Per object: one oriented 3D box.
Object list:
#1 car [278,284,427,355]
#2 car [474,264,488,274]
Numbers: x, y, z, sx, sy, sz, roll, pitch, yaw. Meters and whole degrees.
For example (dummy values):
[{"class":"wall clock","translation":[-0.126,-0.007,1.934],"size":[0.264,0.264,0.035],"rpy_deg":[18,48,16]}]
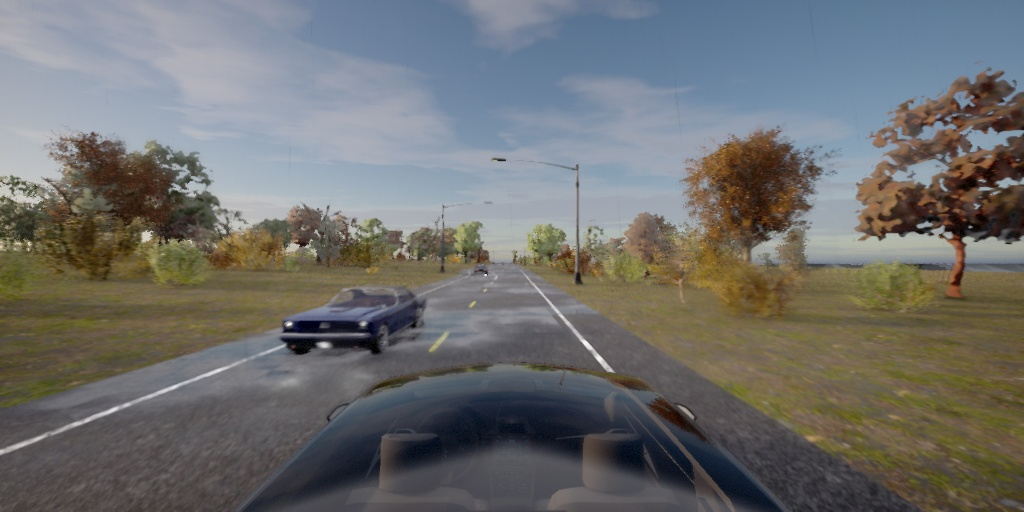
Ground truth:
[{"class":"car","translation":[-3.602,1.432,9.096],"size":[1.895,1.301,4.718],"rpy_deg":[0,-1,0]},{"class":"car","translation":[-4.425,1.887,51.333],"size":[1.994,1.385,4.181],"rpy_deg":[0,-1,-5]}]
